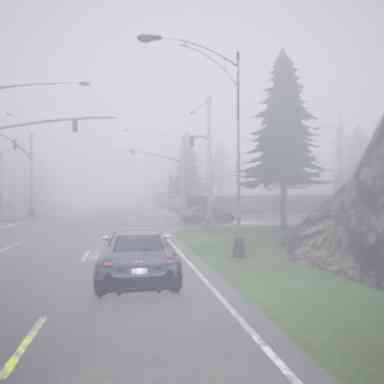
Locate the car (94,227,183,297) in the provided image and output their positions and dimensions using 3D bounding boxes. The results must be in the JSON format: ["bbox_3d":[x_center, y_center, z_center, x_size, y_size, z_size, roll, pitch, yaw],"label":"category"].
[{"bbox_3d":[-1.460,1.638,8.936,1.994,1.385,4.181,0,0,-10],"label":"car"}]

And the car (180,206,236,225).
[{"bbox_3d":[1.212,1.752,25.492,4.181,1.385,1.994,0,-1,-15],"label":"car"}]

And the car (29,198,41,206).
[{"bbox_3d":[-29.675,1.954,63.117,1.845,1.501,3.633,0,0,-10],"label":"car"}]

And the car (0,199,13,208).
[{"bbox_3d":[-31.279,1.911,55.283,1.970,1.475,3.806,0,0,-10],"label":"car"}]
